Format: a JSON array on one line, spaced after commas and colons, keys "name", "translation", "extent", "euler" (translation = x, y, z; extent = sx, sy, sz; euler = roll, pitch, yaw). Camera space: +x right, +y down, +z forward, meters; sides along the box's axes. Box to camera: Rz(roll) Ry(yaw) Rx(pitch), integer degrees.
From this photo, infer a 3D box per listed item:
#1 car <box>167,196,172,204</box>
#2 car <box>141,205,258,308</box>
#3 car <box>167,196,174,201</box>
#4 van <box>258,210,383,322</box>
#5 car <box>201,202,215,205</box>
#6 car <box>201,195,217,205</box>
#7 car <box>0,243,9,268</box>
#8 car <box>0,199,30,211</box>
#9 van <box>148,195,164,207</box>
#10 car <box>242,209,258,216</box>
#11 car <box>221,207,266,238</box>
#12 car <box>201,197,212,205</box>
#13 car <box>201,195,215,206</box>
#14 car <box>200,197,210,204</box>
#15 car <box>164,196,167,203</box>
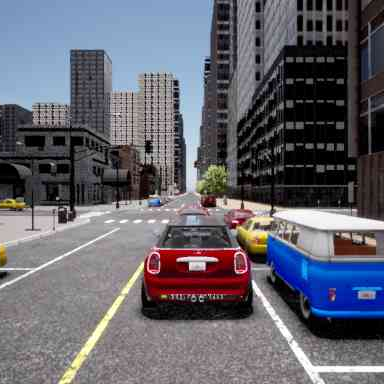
[{"name": "car", "translation": [-5.748, 1.529, 67.231], "extent": [1.967, 1.590, 4.097], "euler": [0, 0, 0]}, {"name": "car", "translation": [0.093, 1.352, 8.093], "extent": [2.097, 1.767, 4.553], "euler": [0, 0, 0]}, {"name": "car", "translation": [-5.765, 1.673, 89.155], "extent": [1.752, 1.417, 4.829], "euler": [0, 0, 0]}, {"name": "van", "translation": [2.682, 1.341, 6.952], "extent": [1.690, 1.788, 3.998], "euler": [0, 0, 0]}, {"name": "car", "translation": [0.086, 1.482, 17.299], "extent": [1.882, 1.535, 5.008], "euler": [0, 0, 0]}, {"name": "car", "translation": [2.645, 1.369, 50.667], "extent": [2.192, 1.841, 5.009], "euler": [0, 0, 0]}, {"name": "car", "translation": [-5.698, 1.525, 6.775], "extent": [1.752, 1.417, 4.829], "euler": [0, 0, 0]}, {"name": "car", "translation": [-21.440, 1.469, 38.476], "extent": [4.829, 1.417, 1.752], "euler": [0, 0, 0]}, {"name": "van", "translation": [-5.734, 1.395, 50.658], "extent": [1.690, 1.788, 3.998], "euler": [0, 0, 0]}, {"name": "car", "translation": [2.677, 1.527, 12.786], "extent": [1.752, 1.417, 4.829], "euler": [0, 0, 0]}, {"name": "car", "translation": [2.673, 1.587, 18.279], "extent": [1.802, 1.307, 4.206], "euler": [0, 0, 0]}, {"name": "car", "translation": [2.637, 1.621, 61.715], "extent": [1.887, 1.381, 4.507], "euler": [0, 0, 0]}, {"name": "car", "translation": [2.641, 1.380, 56.191], "extent": [2.192, 1.841, 5.009], "euler": [0, 0, 0]}, {"name": "car", "translation": [2.633, 1.655, 67.239], "extent": [1.947, 1.339, 4.313], "euler": [0, 0, 0]}, {"name": "car", "translation": [-5.739, 1.505, 56.181], "extent": [1.967, 1.590, 4.097], "euler": [0, 0, 0]}]
